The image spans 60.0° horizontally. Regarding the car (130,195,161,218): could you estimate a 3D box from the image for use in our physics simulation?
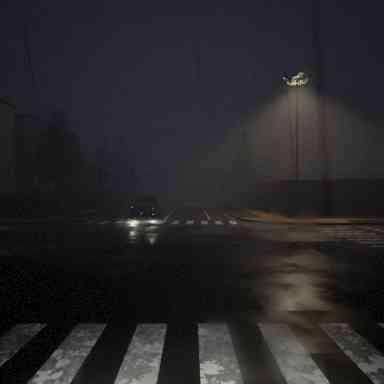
[{"bbox_3d":[-4.065,1.310,29.834,2.150,2.045,5.566,0,2,1],"label":"car"}]
